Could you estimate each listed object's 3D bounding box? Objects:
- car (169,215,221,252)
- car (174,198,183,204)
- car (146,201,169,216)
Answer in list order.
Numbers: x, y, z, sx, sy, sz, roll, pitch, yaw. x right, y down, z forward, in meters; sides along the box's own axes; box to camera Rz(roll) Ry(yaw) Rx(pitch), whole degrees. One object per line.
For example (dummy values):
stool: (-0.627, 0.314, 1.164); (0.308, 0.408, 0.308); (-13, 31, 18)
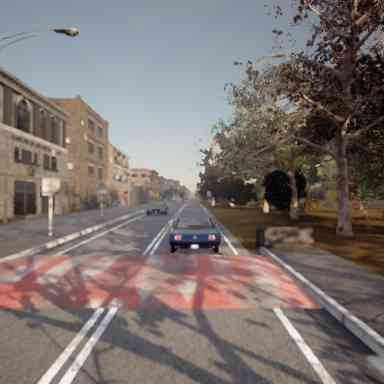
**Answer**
car: (0.110, 1.640, 14.078); (1.895, 1.301, 4.718); (0, 0, 0)
car: (-2.968, 1.953, 73.823); (1.882, 1.535, 5.008); (0, -1, 0)
car: (-3.287, 1.616, 32.636); (1.994, 1.385, 4.181); (0, 0, 0)
